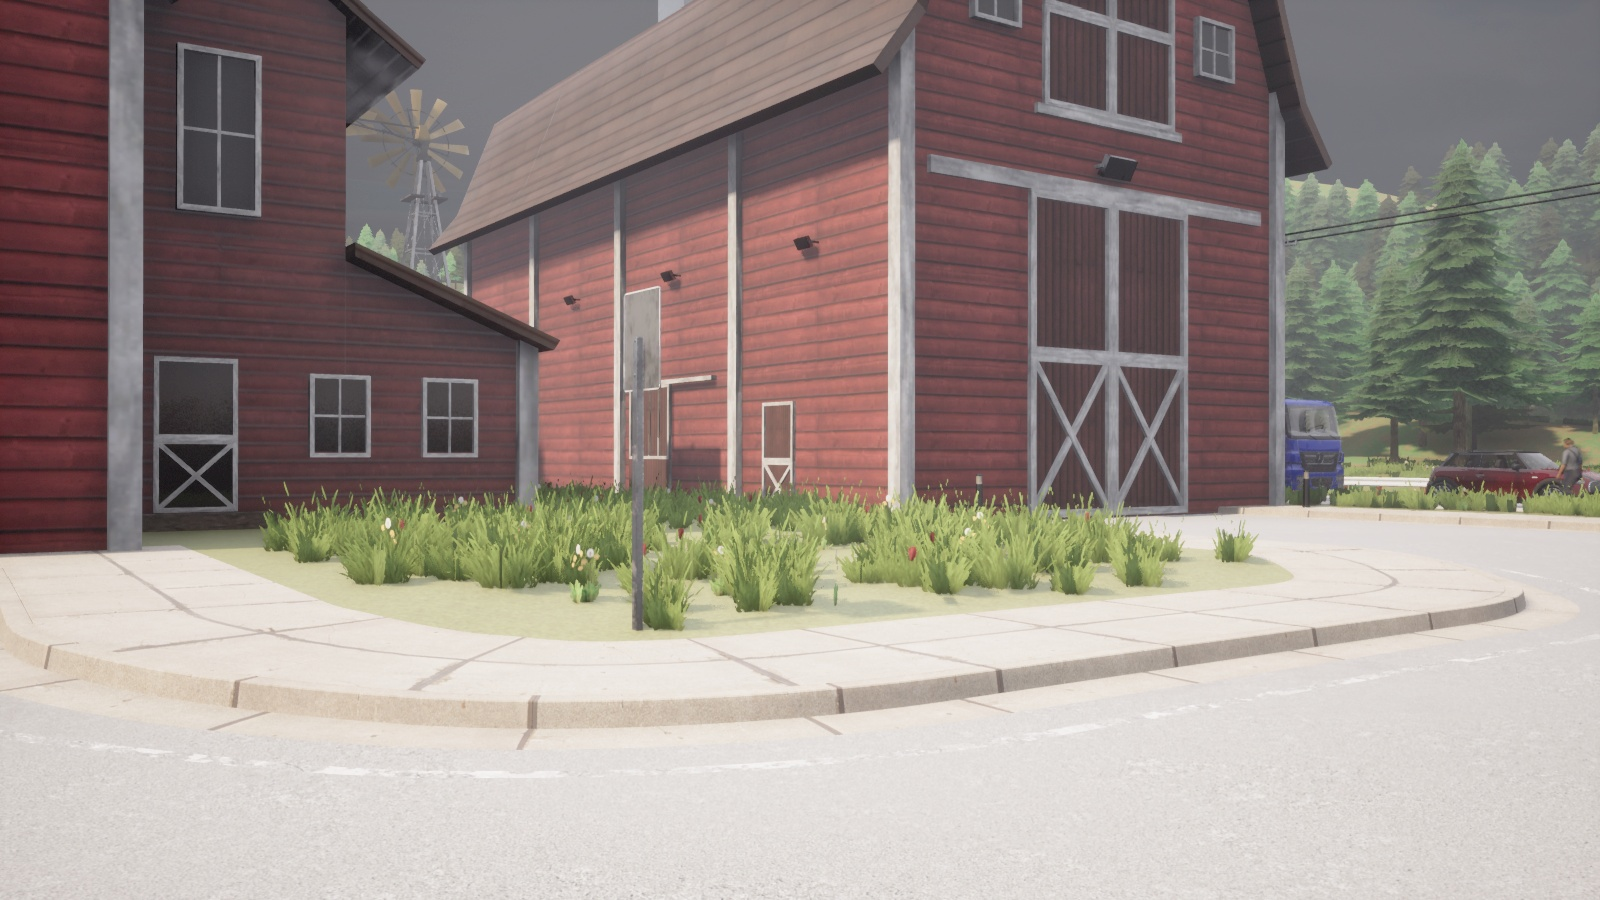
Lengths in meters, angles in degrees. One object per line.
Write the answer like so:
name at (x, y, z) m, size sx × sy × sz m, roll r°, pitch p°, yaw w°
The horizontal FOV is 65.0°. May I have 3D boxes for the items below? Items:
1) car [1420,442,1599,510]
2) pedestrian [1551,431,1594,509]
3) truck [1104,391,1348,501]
car at (20.188, 0.691, 35.237) m, size 2.097 × 1.767 × 4.553 m, roll 0°, pitch 0°, yaw -34°
pedestrian at (18.519, 0.476, 30.110) m, size 0.540 × 1.848 × 0.694 m, roll 0°, pitch 0°, yaw -27°
truck at (14.570, -0.108, 43.665) m, size 2.891 × 3.462 × 7.936 m, roll 0°, pitch 0°, yaw -34°
